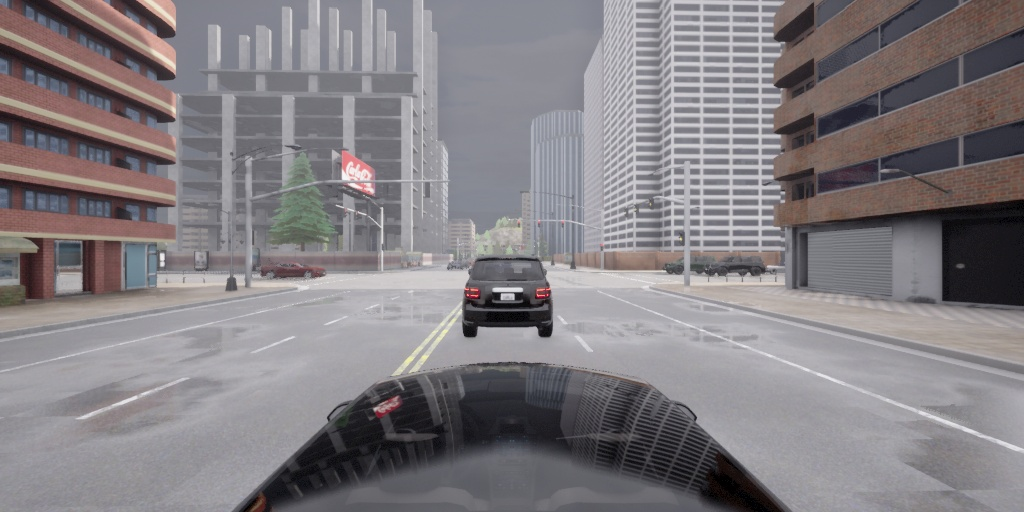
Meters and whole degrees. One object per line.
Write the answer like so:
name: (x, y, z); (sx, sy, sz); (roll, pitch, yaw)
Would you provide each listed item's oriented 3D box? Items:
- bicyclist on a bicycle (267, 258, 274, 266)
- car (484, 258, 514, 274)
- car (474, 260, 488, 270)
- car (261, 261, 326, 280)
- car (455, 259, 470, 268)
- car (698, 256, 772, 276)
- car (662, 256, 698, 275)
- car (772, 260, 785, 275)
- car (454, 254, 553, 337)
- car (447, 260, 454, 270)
bicyclist on a bicycle: (-28.715, 1.051, 42.505); (0.582, 1.620, 1.656); (0, 0, -1)
car: (-1.433, 1.102, 42.245); (2.097, 1.767, 4.553); (0, 0, 17)
car: (-4.679, 1.314, 54.613); (1.994, 1.385, 4.181); (0, 0, -1)
car: (-18.727, 1.228, 30.847); (5.008, 1.535, 1.882); (0, 0, -3)
car: (-8.286, 1.255, 60.353); (1.837, 1.490, 4.892); (0, 0, -1)
car: (21.988, 0.971, 35.549); (5.566, 2.045, 2.150); (0, 0, -2)
car: (19.376, 0.972, 38.978); (5.566, 2.045, 2.150); (0, 0, -1)
car: (29.506, 1.351, 39.232); (4.718, 1.301, 1.895); (0, 0, -1)
car: (-0.122, 0.971, 10.391); (2.150, 2.045, 5.566); (0, 0, -1)
car: (-8.124, 1.314, 51.781); (1.994, 1.385, 4.181); (0, 0, -1)
